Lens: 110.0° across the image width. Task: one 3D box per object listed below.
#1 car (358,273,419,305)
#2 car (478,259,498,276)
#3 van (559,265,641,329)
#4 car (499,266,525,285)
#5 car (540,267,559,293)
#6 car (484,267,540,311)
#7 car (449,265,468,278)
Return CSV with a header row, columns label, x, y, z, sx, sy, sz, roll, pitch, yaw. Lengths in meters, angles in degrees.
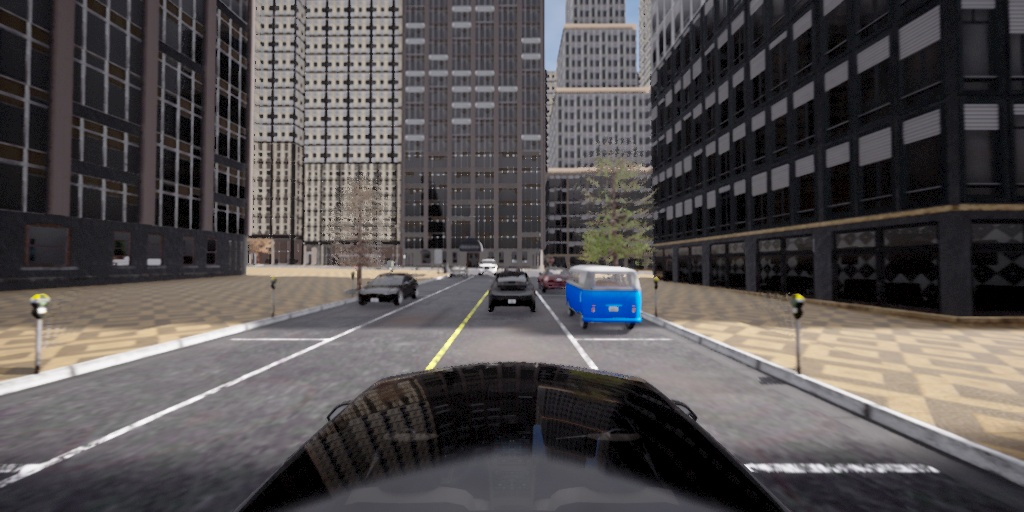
label,x,y,z,sx,sy,sz,roll,pitch,yaw
car,-5.691,1.477,17.017,1.948,1.339,4.313,0,0,0
car,-3.012,1.430,45.361,2.150,2.045,5.566,0,-1,0
van,2.691,1.193,11.369,1.690,1.789,3.998,0,0,0
car,0.016,1.612,30.175,1.994,1.385,4.181,0,-1,0
car,2.689,1.409,22.652,1.967,1.591,4.097,0,0,0
car,0.016,1.401,15.357,1.837,1.490,4.892,0,0,0
car,-5.822,1.695,39.585,2.007,1.370,4.403,0,0,0
